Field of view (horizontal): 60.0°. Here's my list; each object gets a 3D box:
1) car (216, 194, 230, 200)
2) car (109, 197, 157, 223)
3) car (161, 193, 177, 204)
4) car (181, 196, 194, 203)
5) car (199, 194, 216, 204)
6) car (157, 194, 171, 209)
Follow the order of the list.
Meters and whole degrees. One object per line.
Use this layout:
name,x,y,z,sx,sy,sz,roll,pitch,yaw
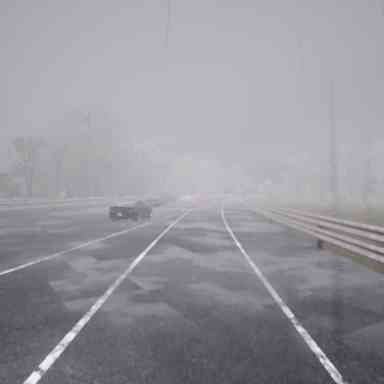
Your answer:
car,8.106,1.466,87.663,2.128,1.511,4.902,0,0,13
car,-4.302,1.305,24.064,1.882,1.535,5.008,0,0,9
car,-4.456,1.113,63.248,2.150,2.045,5.566,0,0,12
car,-0.858,1.419,63.280,1.812,1.442,4.674,0,0,12
car,2.706,1.245,63.300,2.097,1.767,4.553,0,0,12
car,-4.686,1.348,43.257,2.128,1.511,4.902,0,0,10
